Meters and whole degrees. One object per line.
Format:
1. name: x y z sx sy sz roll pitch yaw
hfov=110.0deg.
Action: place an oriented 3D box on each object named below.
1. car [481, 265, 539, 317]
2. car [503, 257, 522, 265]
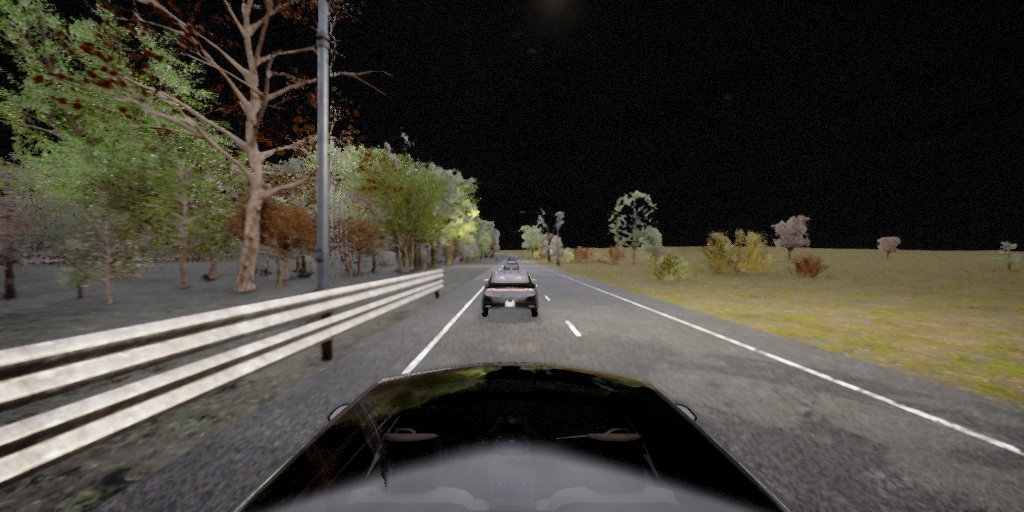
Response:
1. car: -0.062 1.248 13.259 2.128 1.511 4.902 0 0 0
2. car: -0.061 1.252 43.264 2.128 1.511 4.902 0 0 0
